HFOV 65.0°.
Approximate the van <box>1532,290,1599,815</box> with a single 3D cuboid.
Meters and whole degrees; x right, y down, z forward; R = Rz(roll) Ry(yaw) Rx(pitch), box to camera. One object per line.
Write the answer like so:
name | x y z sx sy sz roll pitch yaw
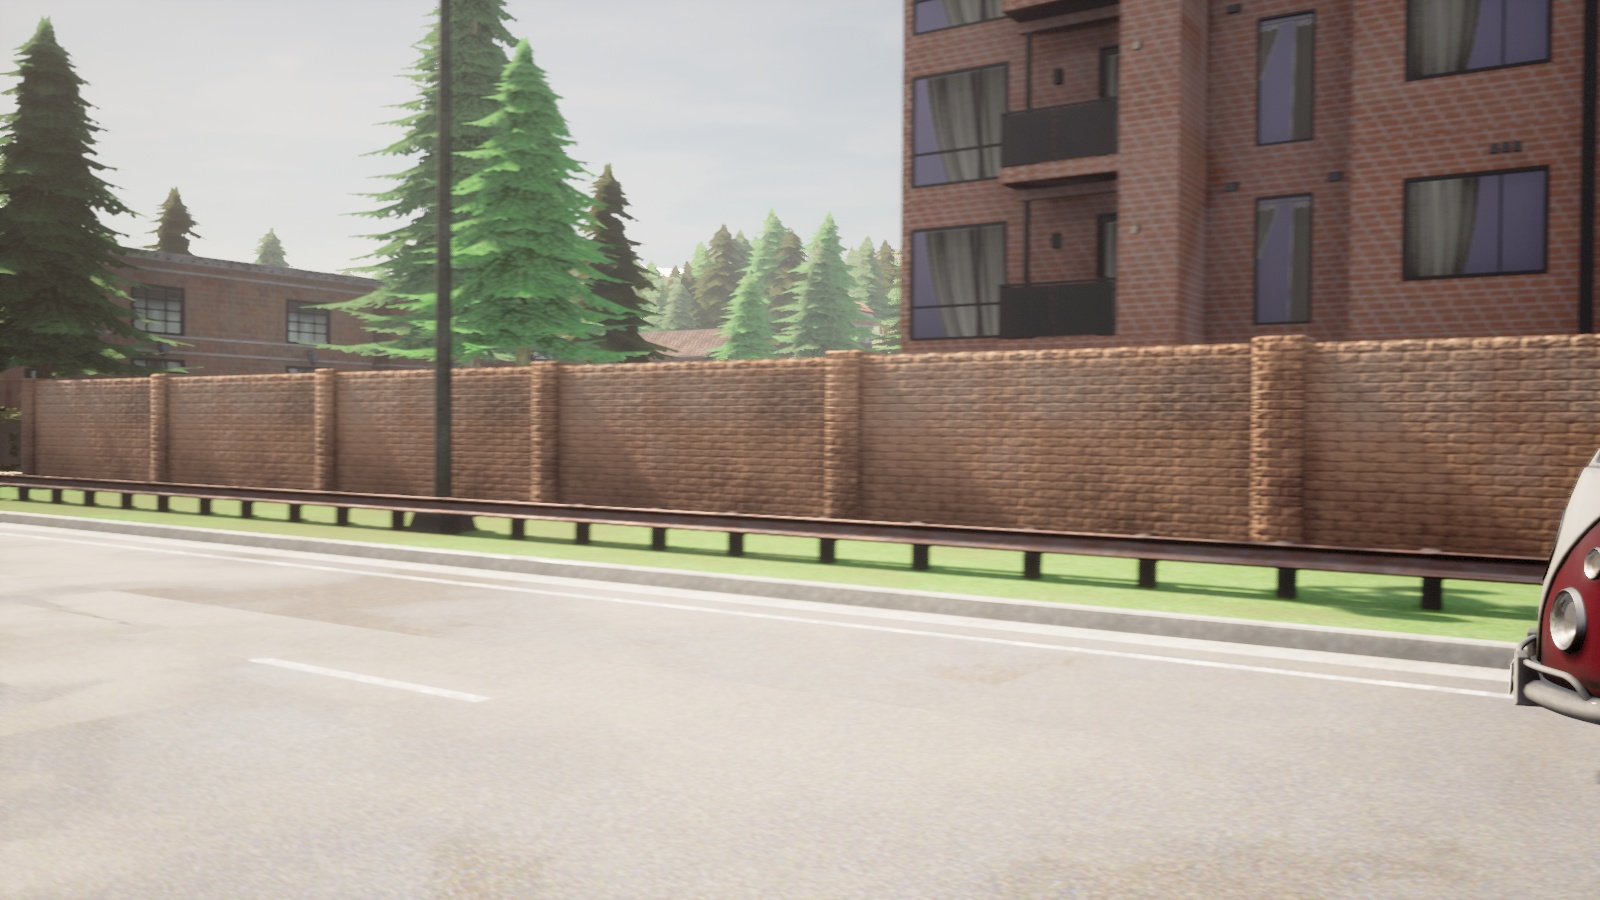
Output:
van | 5.180 0.377 4.379 4.442 1.987 1.775 0 1 34
